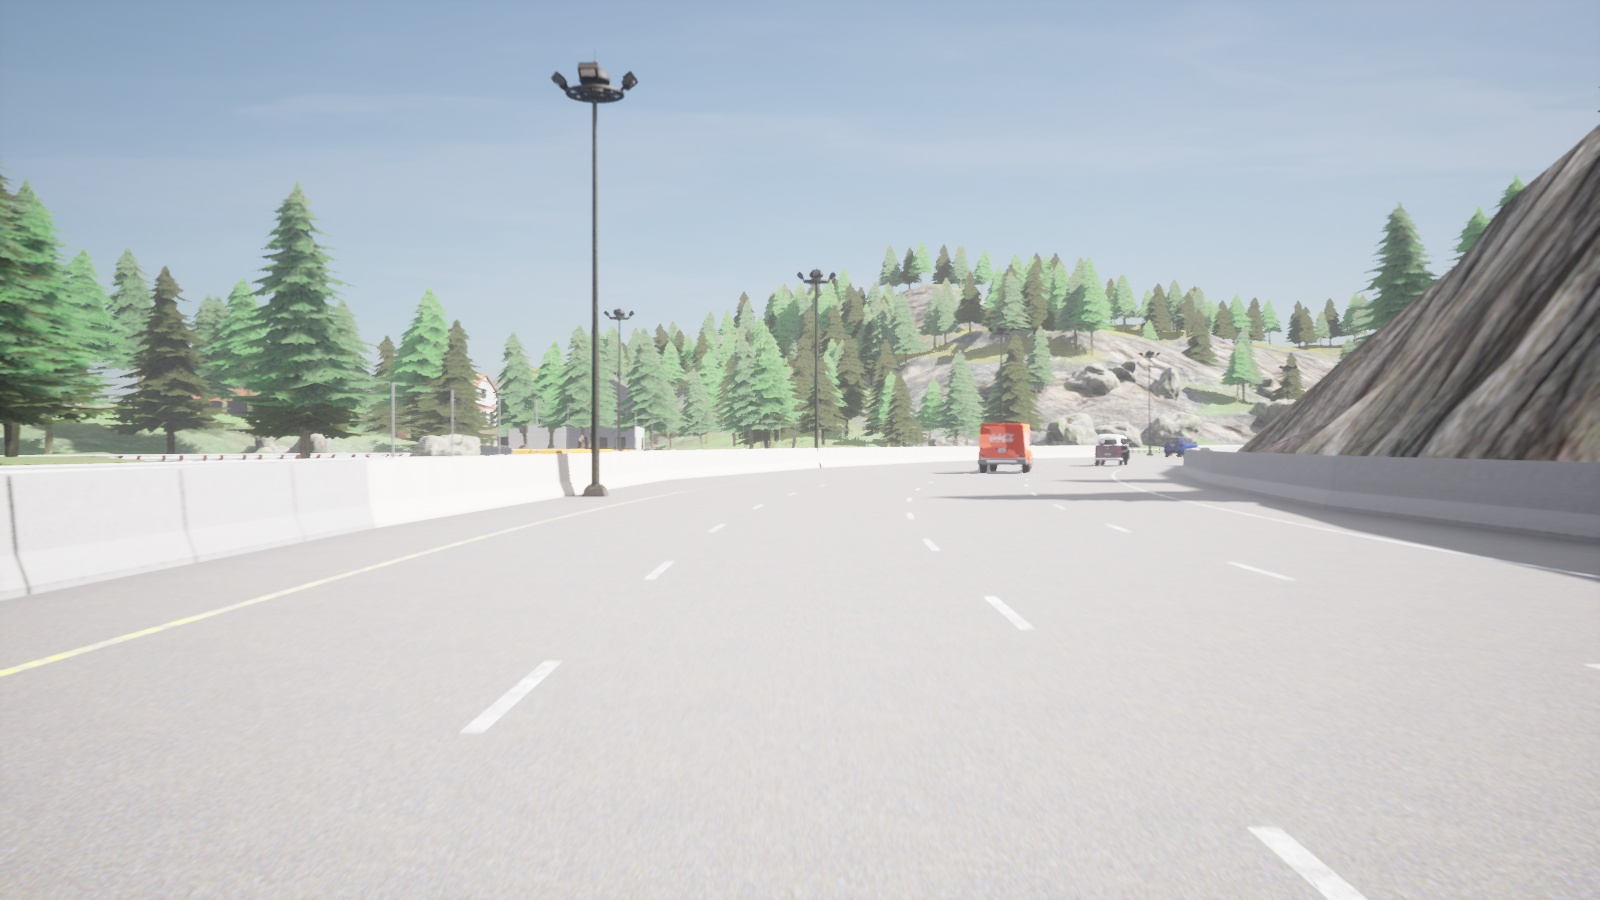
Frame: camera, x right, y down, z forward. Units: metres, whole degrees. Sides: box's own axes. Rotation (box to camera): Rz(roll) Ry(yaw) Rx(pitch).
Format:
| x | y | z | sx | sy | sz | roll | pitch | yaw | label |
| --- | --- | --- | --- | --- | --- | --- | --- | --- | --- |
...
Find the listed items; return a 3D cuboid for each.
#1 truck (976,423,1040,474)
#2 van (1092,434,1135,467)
| x | y | z | sx | sy | sz | roll | pitch | yaw | label |
| --- | --- | --- | --- | --- | --- | --- | --- | --- | --- |
| 10.641 | -0.088 | 63.889 | 2.627 | 2.467 | 5.204 | 0 | 0 | 16 | truck |
| 20.388 | 0.032 | 81.577 | 2.069 | 2.038 | 4.480 | 0 | 0 | 22 | van |
